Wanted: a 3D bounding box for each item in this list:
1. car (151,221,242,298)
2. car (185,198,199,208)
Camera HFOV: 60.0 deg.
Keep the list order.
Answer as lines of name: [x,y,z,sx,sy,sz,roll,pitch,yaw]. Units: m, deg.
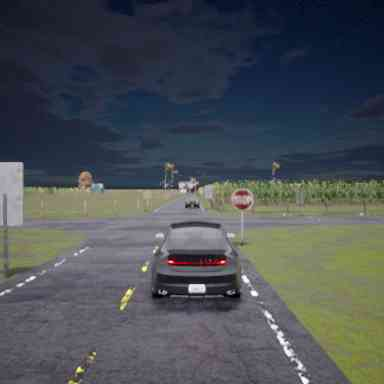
car: [0.088,1.489,8.431,1.837,1.490,4.892,0,0,0]
car: [0.048,1.499,46.435,1.895,1.301,4.718,0,0,0]
